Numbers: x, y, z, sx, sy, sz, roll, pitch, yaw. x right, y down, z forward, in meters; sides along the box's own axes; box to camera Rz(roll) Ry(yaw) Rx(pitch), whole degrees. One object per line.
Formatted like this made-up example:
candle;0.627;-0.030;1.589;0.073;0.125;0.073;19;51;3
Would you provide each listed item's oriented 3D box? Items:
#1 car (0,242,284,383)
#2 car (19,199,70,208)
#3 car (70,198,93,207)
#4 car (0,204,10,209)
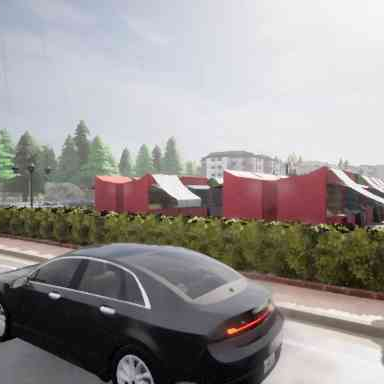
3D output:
car;-1.173;1.505;4.839;4.892;1.490;1.837;0;0;36
car;-15.516;1.656;34.248;1.895;1.301;4.718;0;0;36
car;-14.661;1.548;41.371;2.128;1.511;4.902;0;0;36
car;-20.862;1.603;32.821;2.033;1.411;5.357;0;0;39
